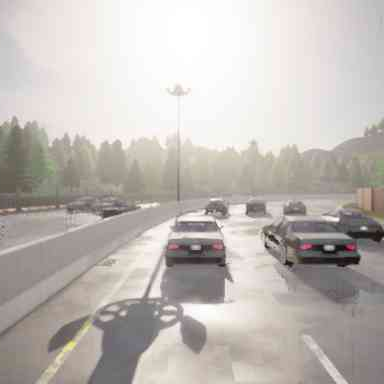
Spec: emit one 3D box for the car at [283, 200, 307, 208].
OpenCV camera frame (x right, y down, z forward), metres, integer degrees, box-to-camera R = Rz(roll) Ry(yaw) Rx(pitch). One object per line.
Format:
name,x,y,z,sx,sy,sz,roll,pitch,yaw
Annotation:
car,9.672,1.427,31.413,1.994,1.385,4.181,0,0,13

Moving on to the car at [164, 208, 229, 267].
car,0.148,1.495,11.239,2.033,1.411,5.357,0,0,1

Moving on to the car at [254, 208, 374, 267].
car,3.648,1.498,11.231,2.033,1.411,5.357,0,0,1

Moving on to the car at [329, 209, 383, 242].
car,7.372,1.496,16.051,1.994,1.385,4.181,0,0,3

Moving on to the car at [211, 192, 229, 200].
car,6.300,0.944,74.405,2.097,1.767,4.553,0,0,35

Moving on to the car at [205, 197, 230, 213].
car,2.414,1.362,31.105,1.837,1.490,4.892,0,0,11

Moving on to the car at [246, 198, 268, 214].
car,6.328,1.332,32.506,1.882,1.535,5.008,0,0,13
